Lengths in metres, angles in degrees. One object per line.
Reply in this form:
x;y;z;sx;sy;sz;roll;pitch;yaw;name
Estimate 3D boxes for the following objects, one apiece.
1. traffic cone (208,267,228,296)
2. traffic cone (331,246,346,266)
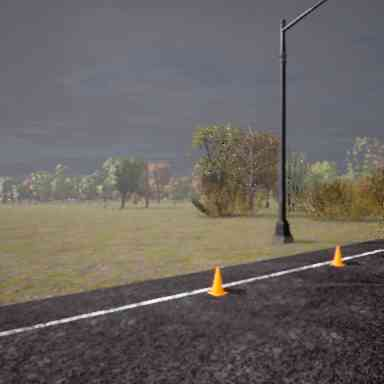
0.585;1.970;7.449;0.340;0.580;0.340;0;0;-36;traffic cone
4.574;1.980;10.405;0.340;0.580;0.340;0;0;-37;traffic cone
